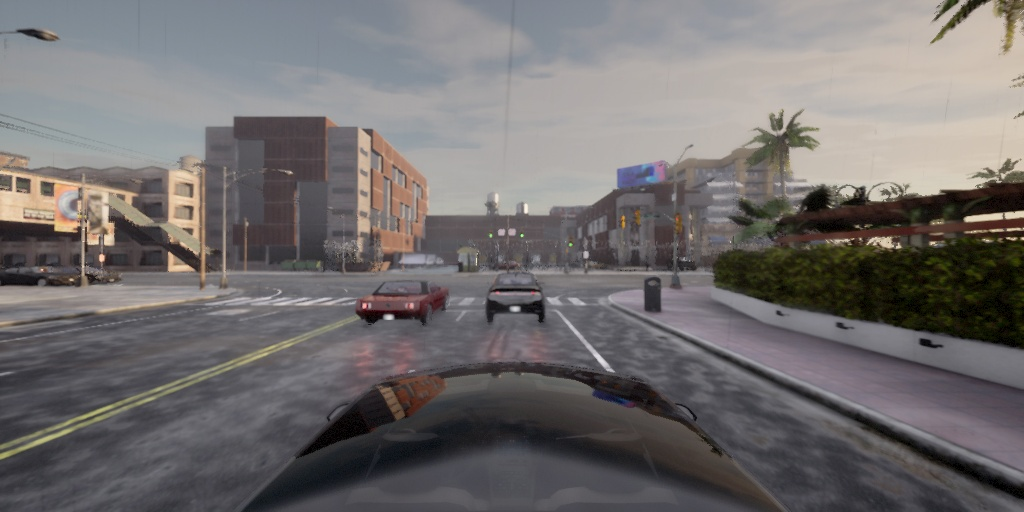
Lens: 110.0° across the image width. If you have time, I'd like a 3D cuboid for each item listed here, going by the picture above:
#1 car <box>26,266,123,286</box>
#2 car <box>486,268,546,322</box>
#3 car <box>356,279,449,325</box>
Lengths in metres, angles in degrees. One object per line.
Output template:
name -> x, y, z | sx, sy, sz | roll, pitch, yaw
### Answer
car -> -34.350, 1.529, 28.443 | 5.357, 1.411, 2.033 | 0, 0, 0
car -> 0.147, 1.329, 12.720 | 2.128, 1.511, 4.902 | 0, 0, 1
car -> -3.405, 1.436, 12.203 | 1.895, 1.301, 4.718 | 0, 0, 0
